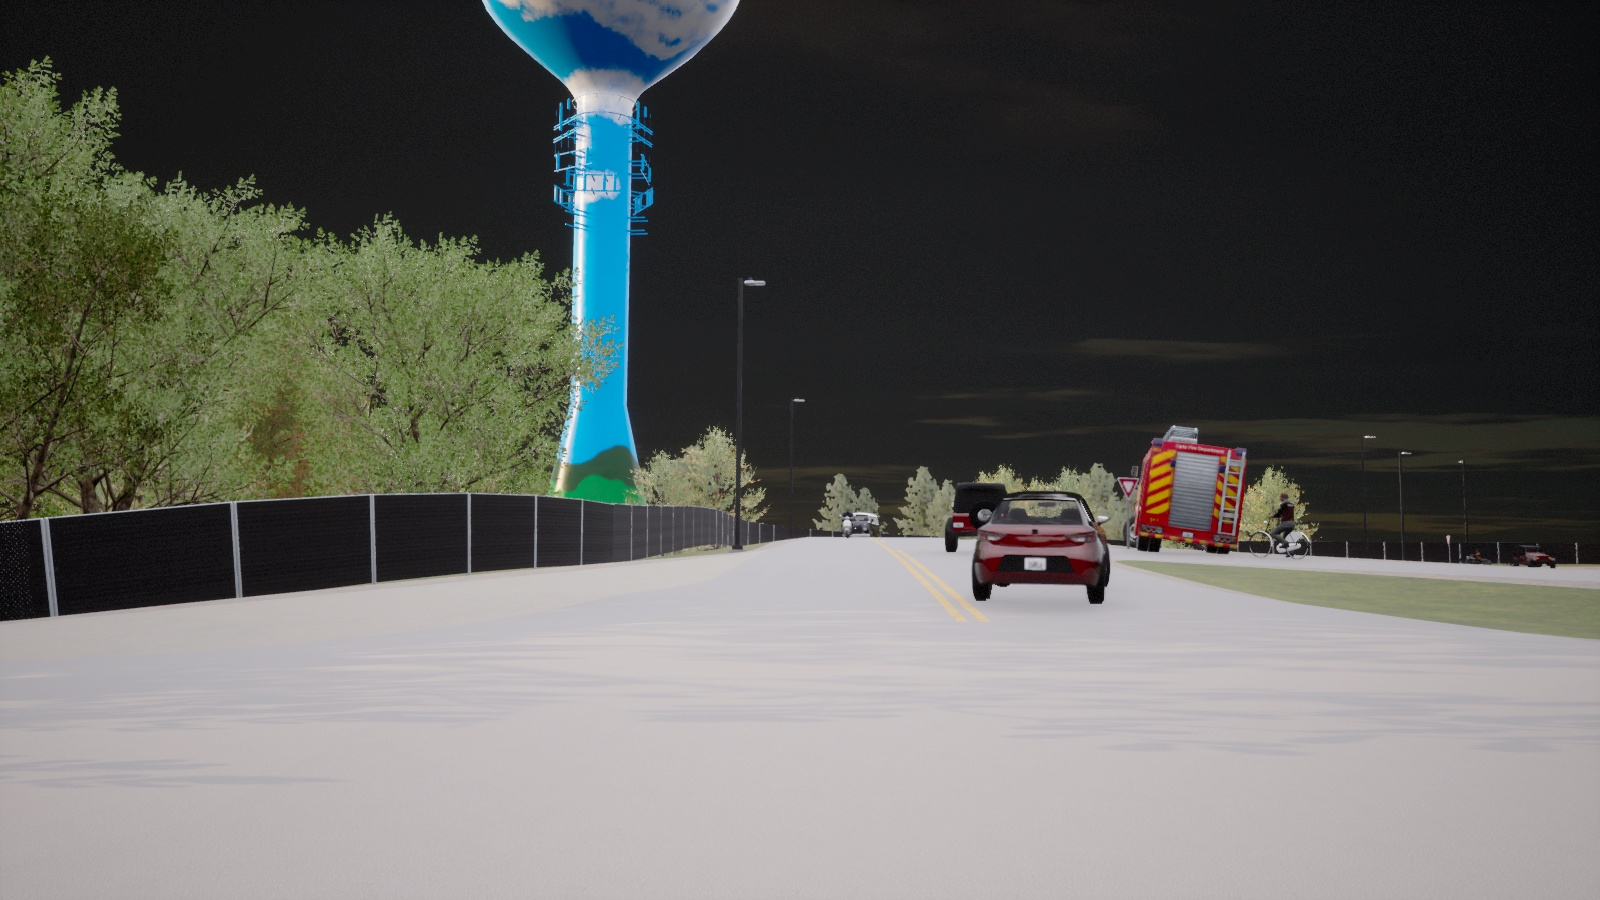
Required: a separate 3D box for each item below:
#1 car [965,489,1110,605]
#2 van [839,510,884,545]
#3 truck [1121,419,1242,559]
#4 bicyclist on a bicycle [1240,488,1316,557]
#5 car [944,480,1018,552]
[{"bbox_3d":[3.551,1.314,18.224,1.816,1.474,4.193,-1,-2,14],"label":"car"},{"bbox_3d":[4.032,5.048,81.335,2.069,2.038,4.480,-2,-7,13],"label":"van"},{"bbox_3d":[12.410,1.394,41.544,2.891,3.827,8.468,7,-2,13],"label":"truck"},{"bbox_3d":[12.746,1.927,33.521,0.659,1.776,1.843,3,-4,-33],"label":"bicyclist on a bicycle"},{"bbox_3d":[5.010,1.836,34.848,1.905,1.878,3.866,0,-3,8],"label":"car"}]
